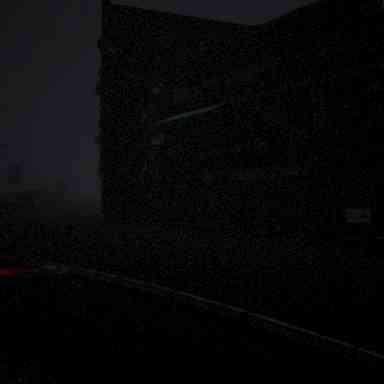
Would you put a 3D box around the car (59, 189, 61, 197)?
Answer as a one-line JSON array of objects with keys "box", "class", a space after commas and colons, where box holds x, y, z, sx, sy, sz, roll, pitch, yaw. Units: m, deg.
[{"box": [-29.974, 0.418, 68.343, 4.553, 1.767, 2.185, 0, 1, -33], "class": "car"}]

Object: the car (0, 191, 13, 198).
[{"box": [-38.411, 0.476, 68.263, 1.895, 1.301, 4.718, 0, 2, -13], "class": "car"}]

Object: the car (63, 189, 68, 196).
[{"box": [-32.045, 0.315, 77.270, 4.792, 1.488, 2.163, 0, 1, -33], "class": "car"}]

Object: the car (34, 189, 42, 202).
[{"box": [-25.017, 0.894, 47.604, 5.566, 2.045, 2.435, 0, 2, -33], "class": "car"}]

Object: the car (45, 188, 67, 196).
[{"box": [-32.752, 0.076, 80.224, 4.553, 1.767, 2.185, 0, 2, -34], "class": "car"}]

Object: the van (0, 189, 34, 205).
[{"box": [-24.194, 1.005, 44.730, 4.442, 1.987, 1.878, 0, 1, -33], "class": "van"}]

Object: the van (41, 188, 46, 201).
[{"box": [-26.506, 0.748, 53.480, 4.442, 1.987, 1.878, 0, 2, -33], "class": "van"}]

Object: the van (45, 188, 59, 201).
[{"box": [-29.143, 0.403, 65.461, 4.442, 1.987, 1.878, 0, 1, -33], "class": "van"}]

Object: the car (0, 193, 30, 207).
[{"box": [-23.741, 1.314, 41.605, 5.366, 1.575, 1.946, 0, 2, -33], "class": "car"}]

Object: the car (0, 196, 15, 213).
[{"box": [-22.183, 1.490, 35.786, 4.892, 1.521, 2.231, 0, 1, -33], "class": "car"}]

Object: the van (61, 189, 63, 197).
[{"box": [-30.746, 0.232, 71.248, 4.442, 1.987, 1.878, 0, 2, -33], "class": "van"}]

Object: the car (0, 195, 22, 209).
[{"box": [-22.879, 1.443, 38.748, 4.674, 1.452, 2.002, 0, 2, -33], "class": "car"}]

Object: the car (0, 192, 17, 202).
[{"box": [-32.906, 0.793, 59.195, 1.882, 1.535, 5.008, 0, 2, -13], "class": "car"}]

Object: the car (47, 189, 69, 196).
[{"box": [-33.510, 0.118, 83.174, 4.892, 1.521, 2.231, 0, 1, -34], "class": "car"}]
